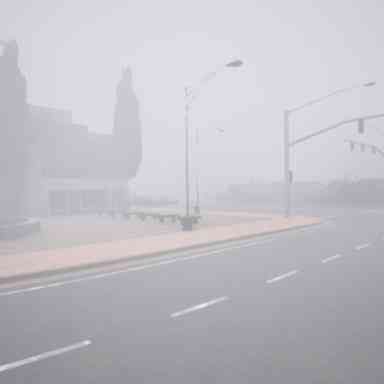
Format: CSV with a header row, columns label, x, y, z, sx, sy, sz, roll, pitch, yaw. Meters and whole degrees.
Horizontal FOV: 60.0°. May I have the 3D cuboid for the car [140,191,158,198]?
label,x,y,z,sx,sy,sz,roll,pitch,yaw
car,-11.496,0.679,88.592,4.605,1.855,1.932,-1,1,-43

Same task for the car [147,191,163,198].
label,x,y,z,sx,sy,sz,roll,pitch,yaw
car,-9.546,0.671,86.453,3.866,1.878,1.905,-1,1,-43

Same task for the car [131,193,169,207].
label,x,y,z,sx,sy,sz,roll,pitch,yaw
car,-5.793,1.236,45.072,1.882,1.535,5.008,-1,1,-42

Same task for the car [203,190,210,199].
label,x,y,z,sx,sy,sz,roll,pitch,yaw
car,3.971,0.594,72.227,3.866,1.878,1.905,-1,1,-43

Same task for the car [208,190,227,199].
label,x,y,z,sx,sy,sz,roll,pitch,yaw
car,5.956,0.823,70.118,3.806,1.475,1.970,-1,1,-43

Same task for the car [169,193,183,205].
label,x,y,z,sx,sy,sz,roll,pitch,yaw
car,-3.748,1.275,48.036,1.994,1.385,4.181,-1,1,-42

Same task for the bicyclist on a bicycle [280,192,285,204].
label,x,y,z,sx,sy,sz,roll,pitch,yaw
bicyclist on a bicycle,12.692,0.770,46.085,1.656,1.620,0.582,-8,5,-42

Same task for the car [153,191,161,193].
label,x,y,z,sx,sy,sz,roll,pitch,yaw
car,-6.607,1.128,61.897,1.882,1.535,5.008,-1,0,-41

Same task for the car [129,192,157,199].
label,x,y,z,sx,sy,sz,roll,pitch,yaw
car,-9.085,1.192,59.416,2.128,1.511,4.902,-1,1,-41
